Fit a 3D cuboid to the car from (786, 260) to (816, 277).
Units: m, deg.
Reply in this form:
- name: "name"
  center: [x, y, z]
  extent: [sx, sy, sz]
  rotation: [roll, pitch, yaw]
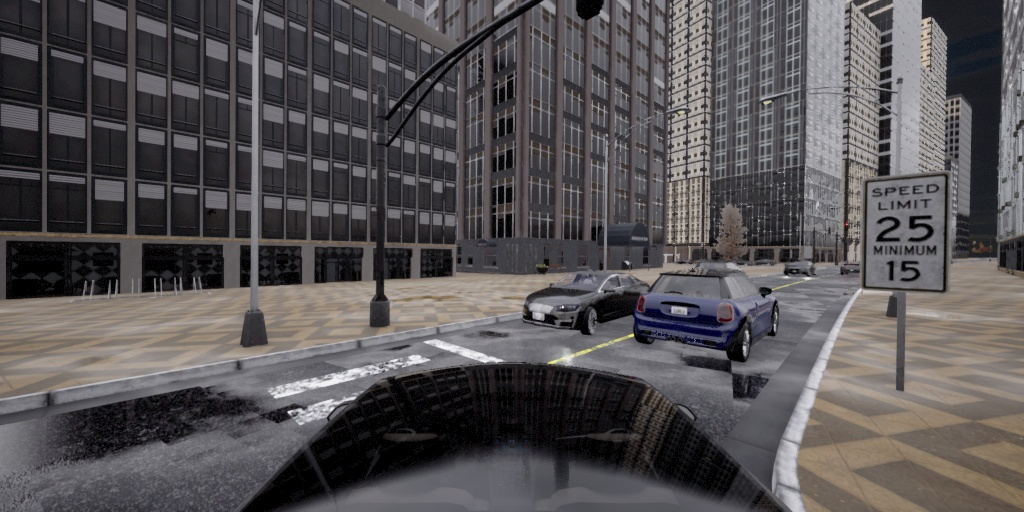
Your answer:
- name: "car"
  center: [27.196, 1.158, 33.825]
  extent: [4.892, 1.490, 1.837]
  rotation: [1, 0, -41]

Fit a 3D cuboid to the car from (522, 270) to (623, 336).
- name: "car"
  center: [2.353, 1.189, 10.431]
  extent: [2.128, 1.511, 4.902]
  rotation: [1, 1, 44]

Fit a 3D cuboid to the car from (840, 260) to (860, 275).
- name: "car"
  center: [34.486, 1.172, 36.011]
  extent: [4.902, 1.511, 2.128]
  rotation: [0, 1, -41]

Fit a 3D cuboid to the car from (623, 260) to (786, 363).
- name: "car"
  center: [4.773, 1.089, 8.537]
  extent: [2.097, 1.767, 4.553]
  rotation: [1, 1, 45]
